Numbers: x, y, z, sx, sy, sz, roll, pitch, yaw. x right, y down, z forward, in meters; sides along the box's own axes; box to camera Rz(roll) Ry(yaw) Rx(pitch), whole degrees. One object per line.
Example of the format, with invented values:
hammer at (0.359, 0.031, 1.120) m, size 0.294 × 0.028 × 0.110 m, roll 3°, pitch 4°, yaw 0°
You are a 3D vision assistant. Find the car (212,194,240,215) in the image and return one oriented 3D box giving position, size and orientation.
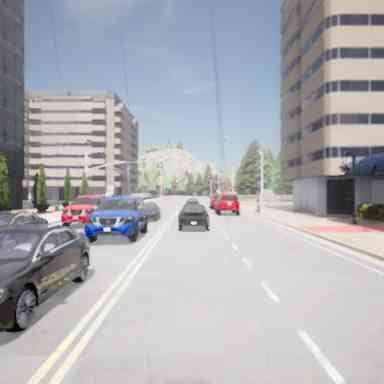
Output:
car at (3.509, 1.234, 33.593) m, size 2.150 × 2.045 × 5.566 m, roll 0°, pitch 0°, yaw 0°

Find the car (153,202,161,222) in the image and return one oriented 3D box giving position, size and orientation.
car at (-3.545, 1.536, 26.857) m, size 1.812 × 1.442 × 4.674 m, roll 0°, pitch 0°, yaw 1°

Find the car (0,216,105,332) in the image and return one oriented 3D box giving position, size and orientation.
car at (-3.574, 1.495, 6.883) m, size 2.128 × 1.511 × 4.902 m, roll 0°, pitch 0°, yaw 0°

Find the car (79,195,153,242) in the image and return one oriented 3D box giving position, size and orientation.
car at (-3.554, 1.228, 16.752) m, size 2.150 × 2.045 × 5.566 m, roll 0°, pitch 0°, yaw 0°

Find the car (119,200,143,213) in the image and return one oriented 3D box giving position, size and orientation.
car at (-6.989, 1.623, 38.371) m, size 1.895 × 1.301 × 4.718 m, roll 0°, pitch 0°, yaw 0°

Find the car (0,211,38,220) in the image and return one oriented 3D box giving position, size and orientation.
car at (-7.077, 1.497, 12.433) m, size 2.128 × 1.511 × 4.902 m, roll 0°, pitch 0°, yaw 0°

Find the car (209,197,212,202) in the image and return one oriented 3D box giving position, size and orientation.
car at (3.512, 1.238, 43.848) m, size 2.150 × 2.045 × 5.566 m, roll 0°, pitch 0°, yaw 0°

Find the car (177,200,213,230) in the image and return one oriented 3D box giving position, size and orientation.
car at (0.106, 1.512, 21.334) m, size 1.837 × 1.490 × 4.892 m, roll 0°, pitch 0°, yaw 0°

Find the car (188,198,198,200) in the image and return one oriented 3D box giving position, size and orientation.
car at (0.077, 1.542, 43.070) m, size 1.812 × 1.442 × 4.674 m, roll 0°, pitch 0°, yaw 0°

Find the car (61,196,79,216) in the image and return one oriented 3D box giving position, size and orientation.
car at (-7.065, 1.231, 23.067) m, size 2.150 × 2.045 × 5.566 m, roll 0°, pitch 0°, yaw 1°
